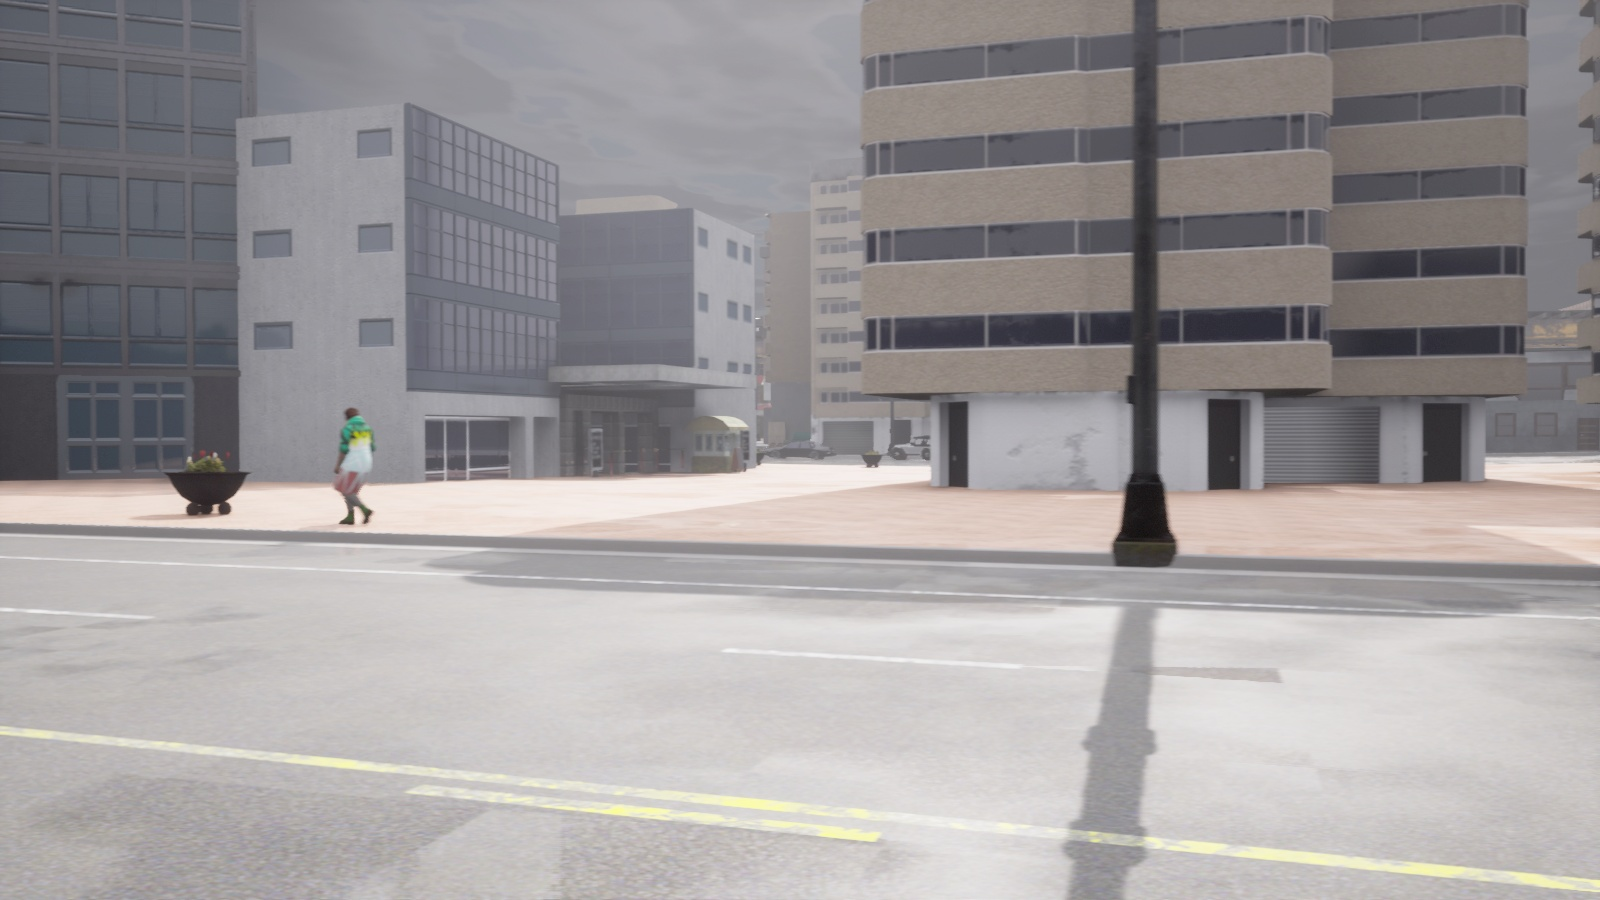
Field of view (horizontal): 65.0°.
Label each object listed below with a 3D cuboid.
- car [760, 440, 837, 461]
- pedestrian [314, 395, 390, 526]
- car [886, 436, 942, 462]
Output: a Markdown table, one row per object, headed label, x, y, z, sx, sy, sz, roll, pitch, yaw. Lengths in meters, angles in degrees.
| label | x | y | z | sx | sy | sz | roll | pitch | yaw |
| --- | --- | --- | --- | --- | --- | --- | --- | --- | --- |
| car | -0.126 | 0.021 | 93.833 | 5.357 | 1.411 | 2.033 | 1 | 1 | 17 |
| pedestrian | -6.817 | 0.150 | 19.123 | 0.873 | 1.952 | 0.659 | 0 | 1 | 16 |
| car | 8.646 | -0.095 | 94.805 | 3.866 | 1.878 | 1.905 | 1 | 1 | 17 |
